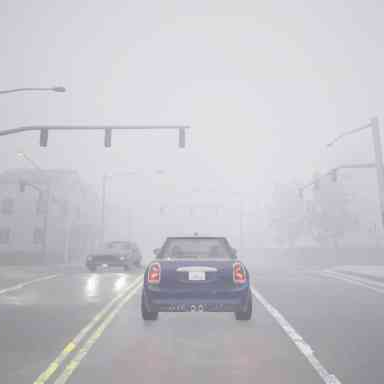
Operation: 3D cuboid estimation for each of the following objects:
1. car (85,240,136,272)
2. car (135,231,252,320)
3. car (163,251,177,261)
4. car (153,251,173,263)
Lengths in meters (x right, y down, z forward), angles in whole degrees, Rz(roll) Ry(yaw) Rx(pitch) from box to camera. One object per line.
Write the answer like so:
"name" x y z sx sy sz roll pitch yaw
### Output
"car" -3.622 3.101 16.489 2.033 1.411 5.357 0 -9 0
"car" 0.085 1.804 8.206 2.097 1.767 4.553 0 -7 0
"car" -3.690 10.962 56.888 2.097 1.767 4.553 0 -11 0
"car" -3.681 8.439 43.197 2.033 1.411 5.357 0 -11 0
